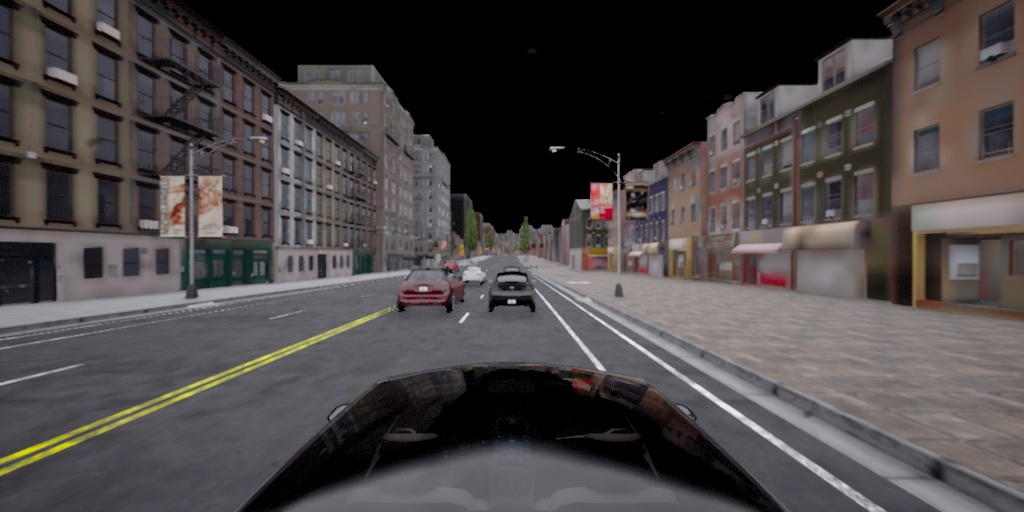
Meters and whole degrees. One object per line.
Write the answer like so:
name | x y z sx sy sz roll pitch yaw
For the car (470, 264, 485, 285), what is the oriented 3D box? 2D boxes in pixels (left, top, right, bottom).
car | -3.238 1.651 30.770 1.812 1.442 4.674 0 -1 1

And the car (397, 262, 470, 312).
car | -3.235 1.255 15.270 2.097 1.767 4.553 0 -1 0

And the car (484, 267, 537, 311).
car | 0.014 1.412 15.370 1.837 1.490 4.892 0 0 0

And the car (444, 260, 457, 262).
car | -9.856 1.660 57.262 2.150 2.045 5.566 0 -1 0
